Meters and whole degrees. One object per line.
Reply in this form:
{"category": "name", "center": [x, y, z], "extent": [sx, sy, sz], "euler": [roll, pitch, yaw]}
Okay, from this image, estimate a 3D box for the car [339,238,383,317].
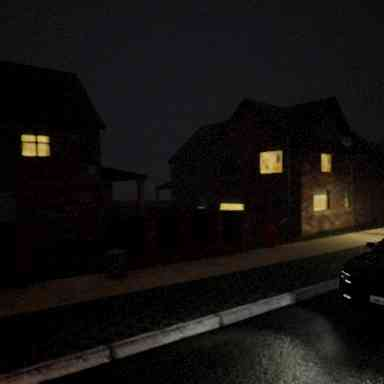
{"category": "car", "center": [4.993, 1.480, 6.922], "extent": [5.008, 1.535, 1.882], "euler": [0, 0, -38]}
